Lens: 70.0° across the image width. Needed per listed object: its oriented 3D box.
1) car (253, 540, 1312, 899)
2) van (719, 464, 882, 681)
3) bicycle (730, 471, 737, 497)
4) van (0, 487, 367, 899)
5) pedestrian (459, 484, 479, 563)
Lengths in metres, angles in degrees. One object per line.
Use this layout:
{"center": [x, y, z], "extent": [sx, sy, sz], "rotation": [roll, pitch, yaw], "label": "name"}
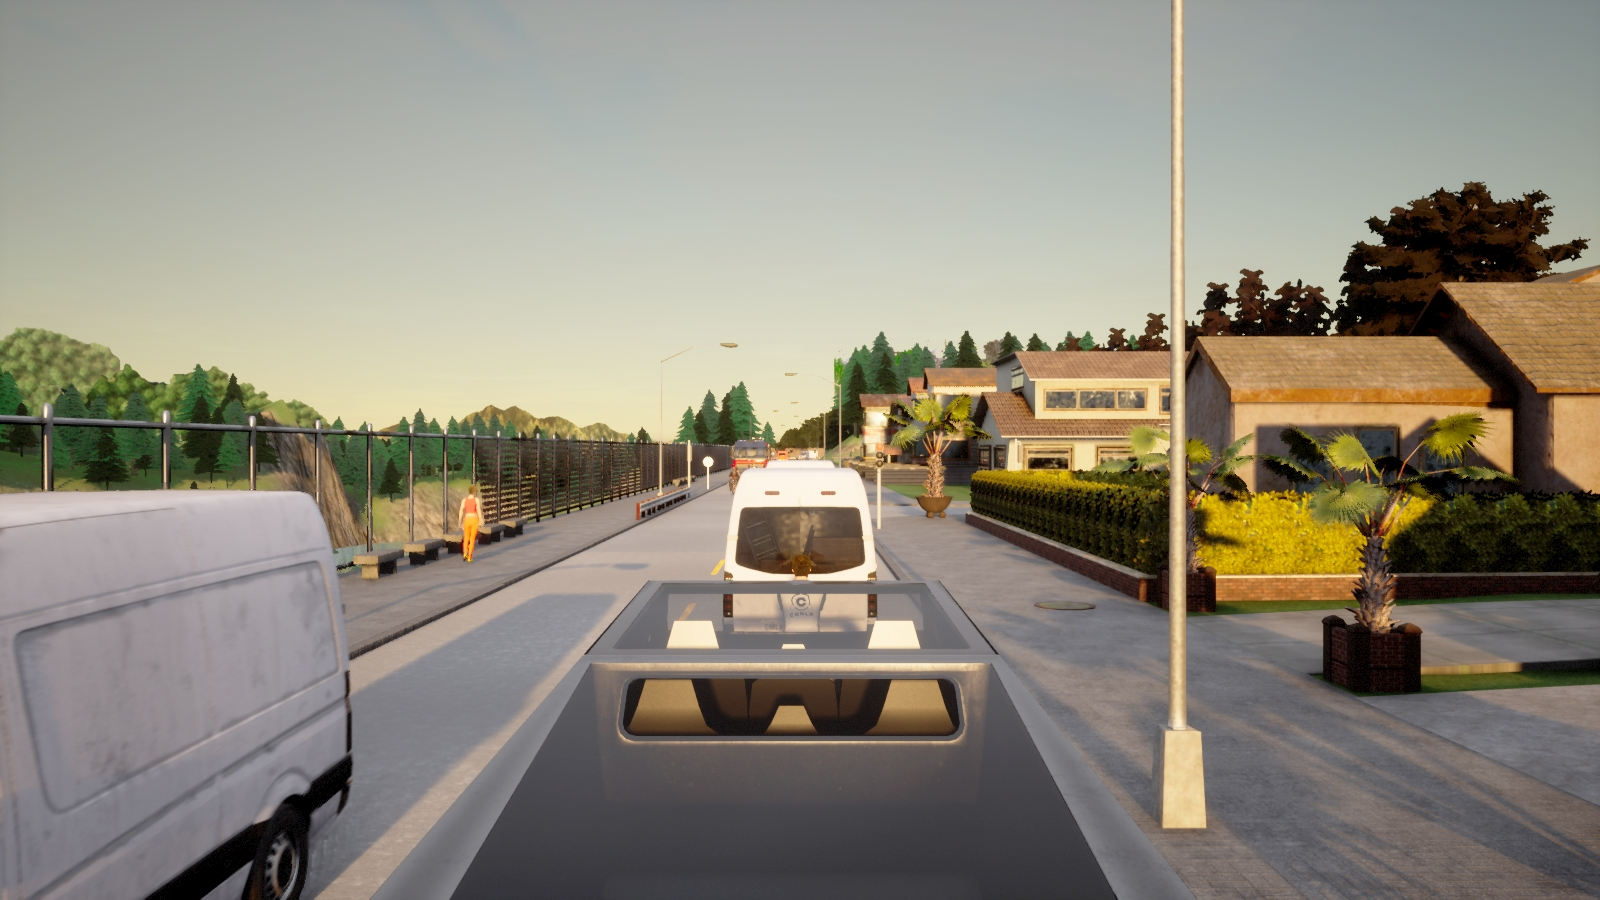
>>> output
{"center": [-0.034, 1.751, 5.716], "extent": [2.390, 2.098, 6.274], "rotation": [0, 0, 0], "label": "car"}
{"center": [0.009, 1.528, 16.844], "extent": [1.988, 2.561, 5.915], "rotation": [0, 0, 0], "label": "van"}
{"center": [-3.969, 2.034, 68.372], "extent": [0.329, 1.471, 1.835], "rotation": [0, 0, 0], "label": "bicycle"}
{"center": [-3.995, 1.532, 4.960], "extent": [1.988, 2.561, 5.915], "rotation": [0, 0, 0], "label": "van"}
{"center": [-7.854, 1.733, 27.111], "extent": [0.375, 1.860, 0.375], "rotation": [0, 0, 0], "label": "pedestrian"}
